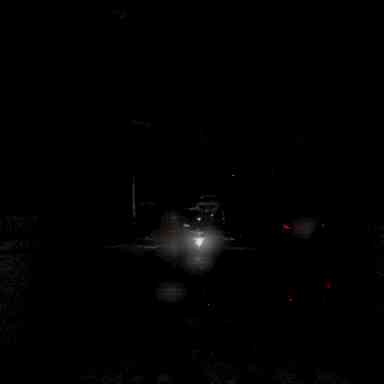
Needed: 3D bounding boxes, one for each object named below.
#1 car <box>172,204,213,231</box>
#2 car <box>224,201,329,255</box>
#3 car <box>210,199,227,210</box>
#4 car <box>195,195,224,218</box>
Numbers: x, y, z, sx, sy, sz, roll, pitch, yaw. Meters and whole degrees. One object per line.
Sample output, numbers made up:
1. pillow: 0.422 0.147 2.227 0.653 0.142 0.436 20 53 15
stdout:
1. car: 0.025 1.665 21.501 1.895 1.301 4.718 -1 0 9
2. car: 3.319 1.342 13.551 2.097 1.767 4.553 0 0 -19
3. car: 3.591 1.679 44.877 1.895 1.301 4.718 -1 0 9
4. car: 1.595 1.289 31.843 2.150 2.045 5.566 -1 0 9
